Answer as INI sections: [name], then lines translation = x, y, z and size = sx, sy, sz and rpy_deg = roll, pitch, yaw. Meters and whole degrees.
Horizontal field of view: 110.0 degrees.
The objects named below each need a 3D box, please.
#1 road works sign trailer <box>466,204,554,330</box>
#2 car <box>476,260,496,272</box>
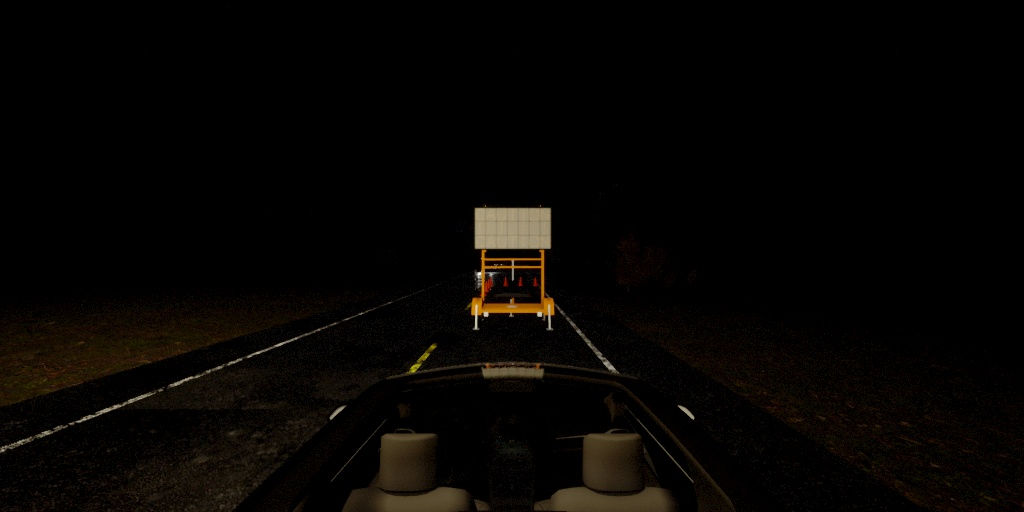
[road works sign trailer]
translation = 0.028, 0.215, 11.119
size = 2.380, 3.560, 2.880
rpy_deg = 0, 0, 0
[car]
translation = -3.367, 1.299, 46.028
size = 1.812, 1.442, 4.674
rpy_deg = 0, 0, 0
